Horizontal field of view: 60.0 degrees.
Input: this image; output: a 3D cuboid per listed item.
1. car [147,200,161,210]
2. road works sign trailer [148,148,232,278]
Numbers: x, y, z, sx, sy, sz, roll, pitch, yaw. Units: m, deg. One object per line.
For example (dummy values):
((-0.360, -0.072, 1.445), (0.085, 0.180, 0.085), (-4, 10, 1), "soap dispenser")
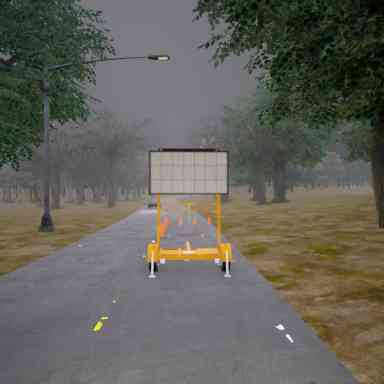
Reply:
((-5.188, 1.714, 45.808), (1.895, 1.301, 4.718), (0, 0, -5), "car")
((-0.097, 0.474, 10.219), (2.380, 3.560, 2.880), (0, 0, -2), "road works sign trailer")
